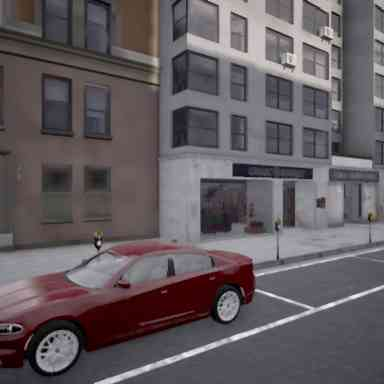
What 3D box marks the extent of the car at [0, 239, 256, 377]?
[{"bbox_3d":[-0.920,1.541,5.532,4.507,1.381,1.887,0,0,-35],"label":"car"}]
